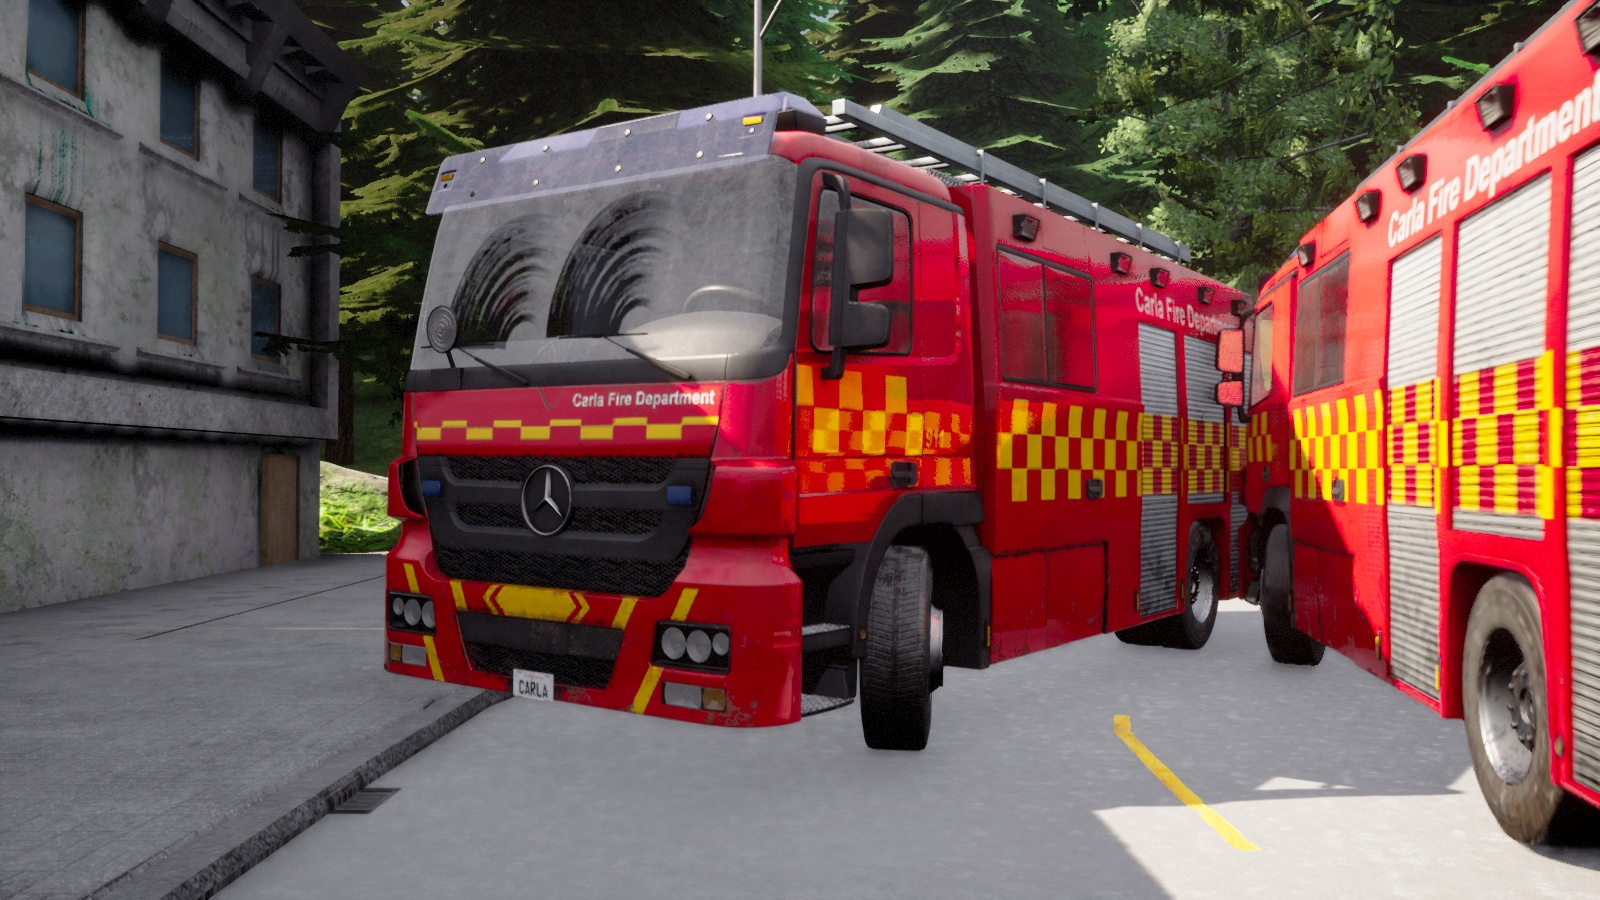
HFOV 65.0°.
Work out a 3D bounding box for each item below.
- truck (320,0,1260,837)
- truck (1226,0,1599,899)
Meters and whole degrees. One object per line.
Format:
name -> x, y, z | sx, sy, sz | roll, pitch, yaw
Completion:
truck -> 0.916, -0.188, 9.731 | 2.891, 3.827, 8.468 | 0, -1, 35
truck -> 4.840, -0.238, 7.813 | 2.891, 3.827, 8.468 | -1, -1, 10
